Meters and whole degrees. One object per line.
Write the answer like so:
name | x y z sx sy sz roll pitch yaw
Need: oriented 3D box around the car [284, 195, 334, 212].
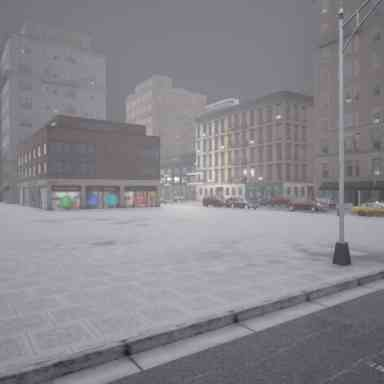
car | 13.424 1.361 38.366 2.097 1.767 4.553 0 0 -35

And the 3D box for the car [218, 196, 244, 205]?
car | 6.732 1.505 57.494 1.752 1.417 4.829 0 0 -35

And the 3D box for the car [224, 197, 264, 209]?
car | 6.749 1.570 43.476 2.008 1.369 4.403 0 0 -35

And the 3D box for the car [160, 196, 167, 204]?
car | -6.239 1.597 62.030 1.802 1.307 4.206 0 0 -35

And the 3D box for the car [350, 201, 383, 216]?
car | 16.588 1.548 29.422 1.752 1.417 4.829 0 0 -35

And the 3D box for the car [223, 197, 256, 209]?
car | 6.741 1.512 47.932 1.837 1.490 4.892 0 0 -35

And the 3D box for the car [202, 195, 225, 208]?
car | 3.501 1.333 48.114 2.192 1.841 5.009 0 0 -35

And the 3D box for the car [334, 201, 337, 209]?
car | 16.571 1.423 43.440 1.967 1.590 4.097 0 0 -35

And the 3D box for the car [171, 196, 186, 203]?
car | -2.911 1.528 71.270 2.008 1.369 4.403 0 0 -35

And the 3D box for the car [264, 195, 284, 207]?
car | 13.323 1.297 48.078 2.192 1.841 5.009 0 0 -35

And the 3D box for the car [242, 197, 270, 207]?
car | 10.077 1.547 52.717 1.947 1.339 4.313 0 0 -35
